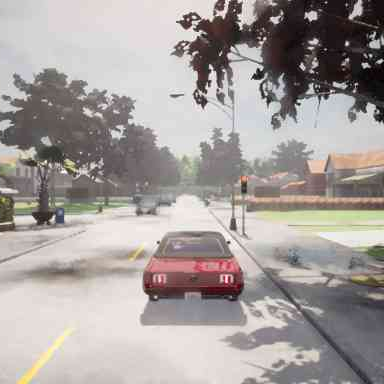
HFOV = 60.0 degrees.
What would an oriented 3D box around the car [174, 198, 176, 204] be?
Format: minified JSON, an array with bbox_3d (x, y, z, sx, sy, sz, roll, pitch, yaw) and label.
[{"bbox_3d":[-4.112,1.563,65.310,1.994,1.385,4.181,0,0,1],"label":"car"}]

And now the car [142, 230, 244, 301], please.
[{"bbox_3d":[0.042,1.601,8.252,1.895,1.301,4.718,0,0,1],"label":"car"}]

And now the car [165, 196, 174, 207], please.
[{"bbox_3d":[-4.156,1.600,50.878,1.895,1.301,4.718,0,0,0],"label":"car"}]

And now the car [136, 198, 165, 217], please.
[{"bbox_3d":[-4.135,1.492,31.637,2.128,1.511,4.902,0,0,0],"label":"car"}]
